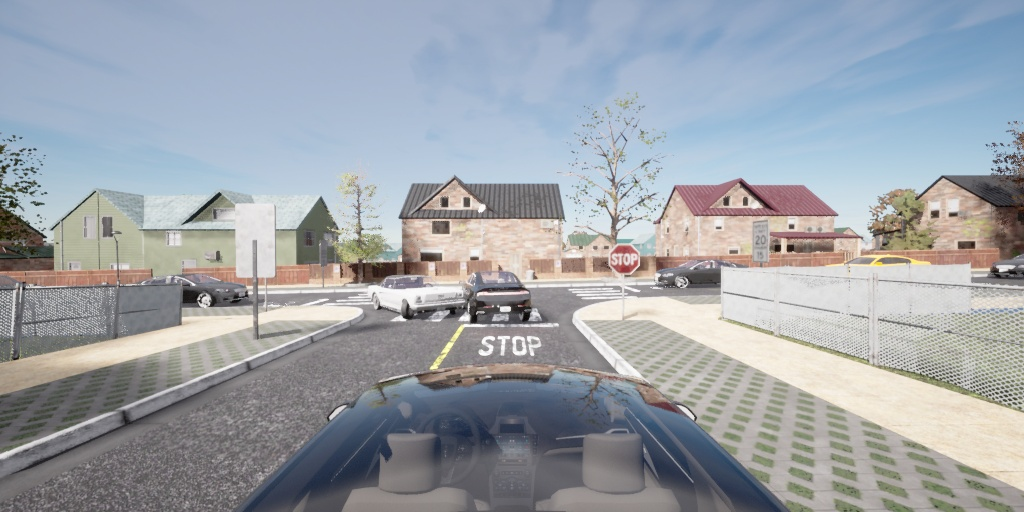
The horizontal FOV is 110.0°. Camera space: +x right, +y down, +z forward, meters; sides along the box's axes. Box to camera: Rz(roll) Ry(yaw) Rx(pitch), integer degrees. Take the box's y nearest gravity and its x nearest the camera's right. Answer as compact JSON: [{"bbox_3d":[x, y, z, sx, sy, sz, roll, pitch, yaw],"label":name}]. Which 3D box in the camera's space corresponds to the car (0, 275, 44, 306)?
[{"bbox_3d":[-24.239,1.648,16.477,4.553,1.767,2.097,-1,1,0],"label":"car"}]

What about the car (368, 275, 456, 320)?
[{"bbox_3d":[-3.602,1.368,13.022,1.895,1.301,4.718,0,0,-38],"label":"car"}]

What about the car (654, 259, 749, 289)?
[{"bbox_3d":[10.331,0.925,19.570,4.902,1.511,2.128,-1,1,0],"label":"car"}]

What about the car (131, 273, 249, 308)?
[{"bbox_3d":[-14.902,1.566,16.518,4.902,1.511,2.128,-1,1,0],"label":"car"}]

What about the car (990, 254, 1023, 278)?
[{"bbox_3d":[29.386,0.477,19.643,4.902,1.511,2.128,-1,1,0],"label":"car"}]

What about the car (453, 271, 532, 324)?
[{"bbox_3d":[-0.685,1.242,12.162,2.128,1.511,4.902,0,0,-12],"label":"car"}]

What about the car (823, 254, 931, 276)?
[{"bbox_3d":[19.761,0.690,19.607,5.008,1.535,1.882,-1,1,-1],"label":"car"}]
